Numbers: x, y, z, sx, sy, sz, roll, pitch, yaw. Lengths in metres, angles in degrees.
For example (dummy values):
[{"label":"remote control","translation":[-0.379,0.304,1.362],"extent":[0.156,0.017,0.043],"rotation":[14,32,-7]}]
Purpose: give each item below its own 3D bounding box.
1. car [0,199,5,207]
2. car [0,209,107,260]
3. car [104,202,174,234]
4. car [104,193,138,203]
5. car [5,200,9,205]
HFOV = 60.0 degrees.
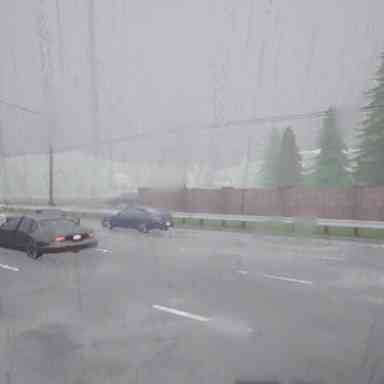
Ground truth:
[{"label":"car","translation":[-20.324,1.216,31.403],"extent":[5.566,2.045,2.150],"rotation":[0,0,36]},{"label":"car","translation":[-5.849,1.546,12.468],"extent":[5.357,1.411,2.033],"rotation":[0,0,36]},{"label":"car","translation":[-3.153,1.523,19.126],"extent":[4.674,1.442,1.812],"rotation":[0,0,35]},{"label":"car","translation":[-10.732,1.213,51.758],"extent":[5.566,2.045,2.150],"rotation":[0,0,-29]},{"label":"car","translation":[-27.846,1.520,45.816],"extent":[4.674,1.442,1.812],"rotation":[-1,0,-6]}]
